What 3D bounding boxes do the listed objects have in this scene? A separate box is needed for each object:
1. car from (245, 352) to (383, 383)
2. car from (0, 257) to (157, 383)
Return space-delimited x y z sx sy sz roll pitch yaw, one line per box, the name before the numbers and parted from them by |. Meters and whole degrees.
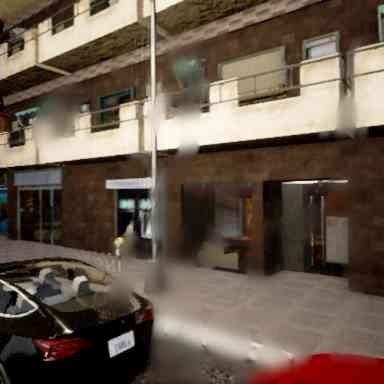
car | 2.201 1.538 1.312 4.507 1.381 1.887 0 -1 36
car | -2.408 1.592 4.600 4.313 1.339 1.947 0 -1 35
